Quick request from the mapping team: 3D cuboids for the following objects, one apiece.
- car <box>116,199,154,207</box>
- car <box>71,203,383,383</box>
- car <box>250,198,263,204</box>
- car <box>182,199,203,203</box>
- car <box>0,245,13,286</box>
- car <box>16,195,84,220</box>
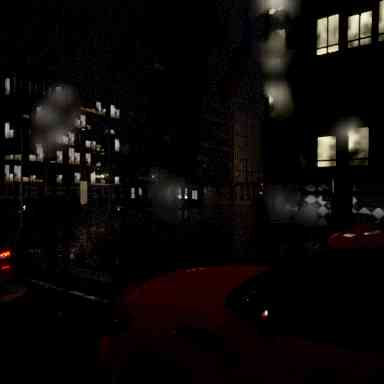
[{"bbox_3d":[-6.309,1.595,37.198,2.128,1.511,4.902,1,0,37],"label":"car"},{"bbox_3d":[1.773,1.222,2.421,5.566,2.045,2.150,0,0,35],"label":"car"},{"bbox_3d":[11.628,1.793,55.953,2.033,1.411,5.357,1,0,37],"label":"car"},{"bbox_3d":[-0.155,1.676,45.448,1.812,1.442,4.674,1,0,36],"label":"car"},{"bbox_3d":[-6.128,1.522,8.041,4.674,1.442,1.812,0,0,35],"label":"car"},{"bbox_3d":[-12.245,1.280,29.174,2.150,2.045,5.566,1,0,39],"label":"car"}]
